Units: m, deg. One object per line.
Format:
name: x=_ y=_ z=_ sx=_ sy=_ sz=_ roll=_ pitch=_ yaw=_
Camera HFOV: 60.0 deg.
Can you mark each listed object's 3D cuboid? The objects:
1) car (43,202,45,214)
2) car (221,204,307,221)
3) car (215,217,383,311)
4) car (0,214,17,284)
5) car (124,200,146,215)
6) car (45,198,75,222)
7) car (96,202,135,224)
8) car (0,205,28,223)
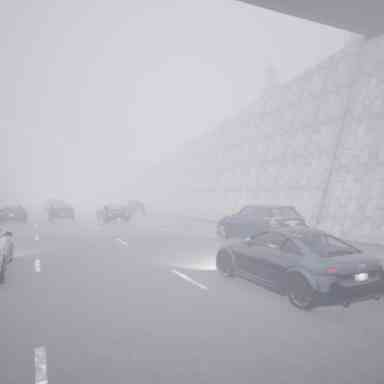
car: x=-16.018 y=1.530 z=38.538 sx=2.097 sy=1.767 sz=4.553 roll=-1 pitch=0 yaw=-25
car: x=2.942 y=1.314 z=14.661 sx=2.097 sy=1.767 sz=4.553 roll=-1 pitch=0 yaw=-25
car: x=2.251 y=1.535 z=7.906 sx=1.994 sy=1.385 sz=4.181 roll=-1 pitch=0 yaw=-25
car: x=-6.074 y=1.592 z=9.162 sx=1.812 sy=1.442 sz=4.674 roll=-1 pitch=0 yaw=-25
car: x=-6.160 y=1.570 z=34.023 sx=1.837 sy=1.490 sz=4.892 roll=-1 pitch=0 yaw=-25
car: x=-11.121 y=1.601 z=28.124 sx=1.882 sy=1.535 sz=5.008 roll=-1 pitch=0 yaw=-25
car: x=-6.210 y=1.667 z=25.905 sx=1.895 sy=1.301 sz=4.718 roll=-1 pitch=0 yaw=-25
car: x=-14.425 y=1.725 z=26.929 sx=1.994 sy=1.385 sz=4.181 roll=-1 pitch=0 yaw=-25
